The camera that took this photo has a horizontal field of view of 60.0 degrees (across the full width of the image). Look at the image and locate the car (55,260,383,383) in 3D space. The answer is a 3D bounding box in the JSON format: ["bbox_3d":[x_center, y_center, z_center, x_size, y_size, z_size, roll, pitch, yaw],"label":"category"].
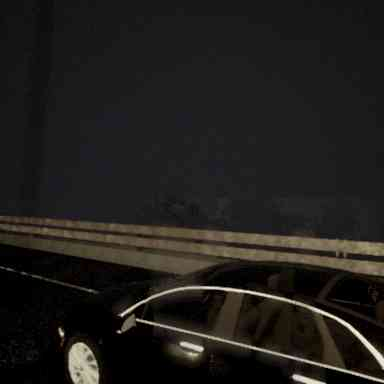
[{"bbox_3d":[0.531,1.513,3.489,4.892,1.490,1.837,0,0,36],"label":"car"}]
